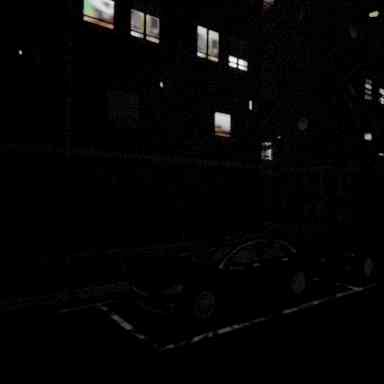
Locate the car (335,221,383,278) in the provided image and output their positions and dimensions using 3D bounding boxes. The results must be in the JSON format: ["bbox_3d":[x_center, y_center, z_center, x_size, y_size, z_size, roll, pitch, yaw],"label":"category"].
[{"bbox_3d":[5.425,1.640,10.425,4.507,1.381,1.887,1,0,-35],"label":"car"}]

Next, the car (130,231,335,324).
[{"bbox_3d":[0.836,1.594,7.153,4.403,1.369,2.008,1,0,-35],"label":"car"}]
